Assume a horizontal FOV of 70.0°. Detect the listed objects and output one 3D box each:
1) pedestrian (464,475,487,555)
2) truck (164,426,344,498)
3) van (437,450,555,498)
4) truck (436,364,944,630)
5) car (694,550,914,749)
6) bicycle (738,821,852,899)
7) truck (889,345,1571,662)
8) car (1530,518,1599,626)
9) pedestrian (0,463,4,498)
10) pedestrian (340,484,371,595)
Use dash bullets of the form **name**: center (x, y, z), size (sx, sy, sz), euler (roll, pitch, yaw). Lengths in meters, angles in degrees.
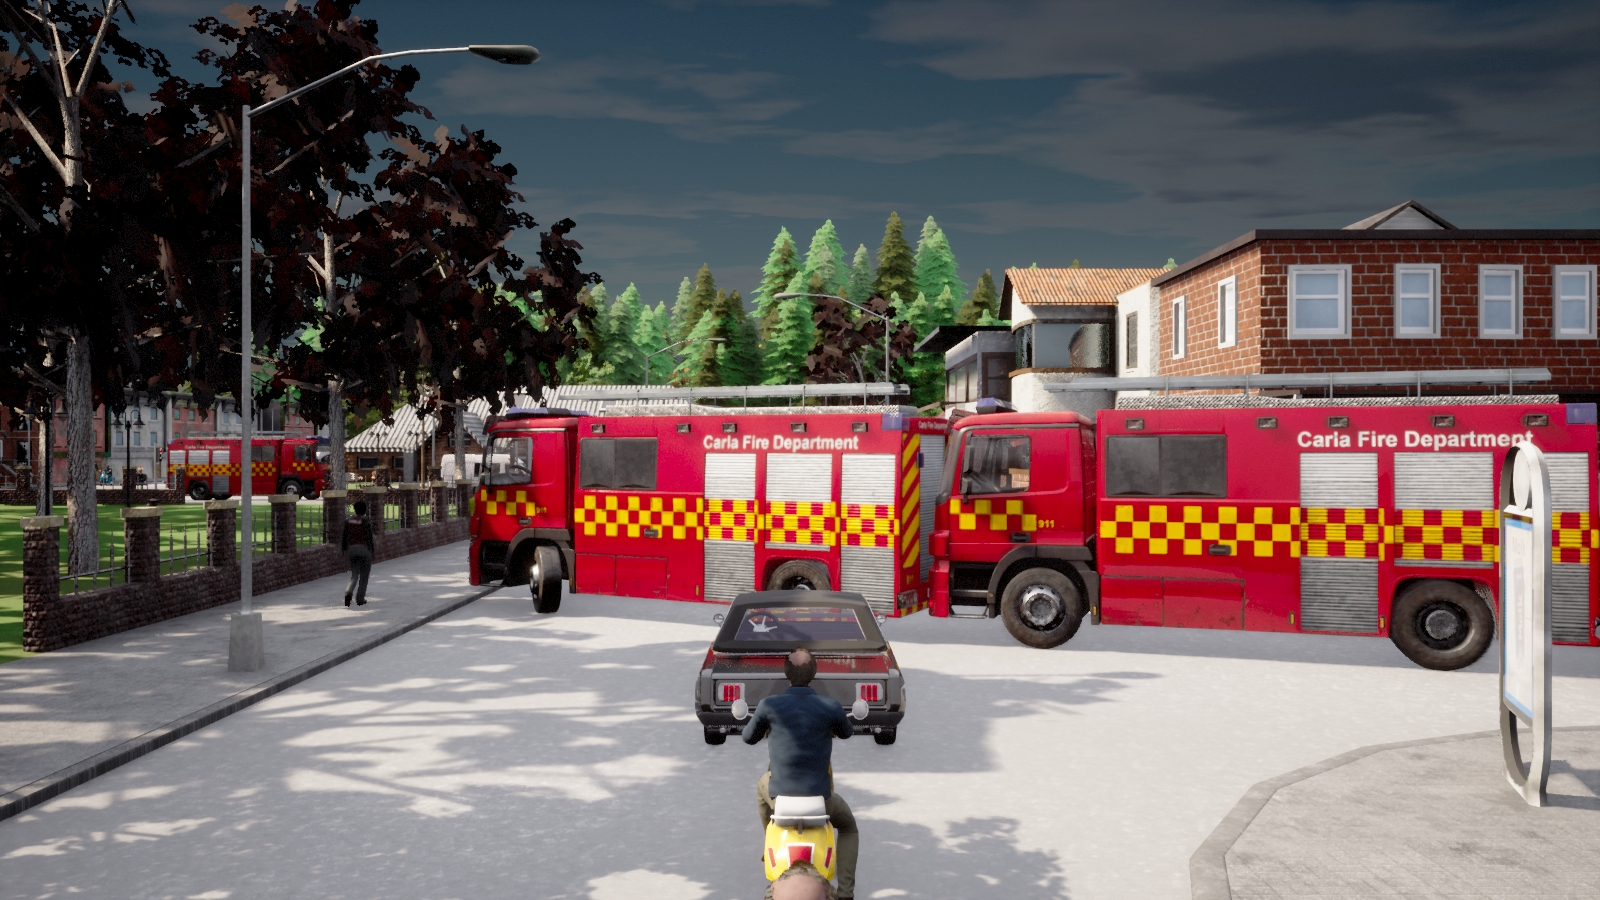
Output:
- **pedestrian**: center (-7.664, 1.514, 26.950), size (0.375, 1.860, 0.375), euler (0, 0, 40)
- **truck**: center (-29.853, 0.645, 62.699), size (8.468, 3.827, 2.891), euler (0, 0, 1)
- **van**: center (-16.613, 1.289, 62.612), size (5.915, 2.561, 1.988), euler (0, 0, 0)
- **truck**: center (-2.039, 0.664, 19.659), size (8.468, 3.827, 2.891), euler (0, 0, 27)
- **car**: center (0.033, 1.930, 12.217), size (1.895, 1.301, 4.718), euler (0, 0, 0)
- **bicycle**: center (-0.015, 1.938, 3.086), size (0.329, 1.271, 1.835), euler (0, 0, 0)
- **truck**: center (5.758, 0.661, 16.524), size (8.468, 3.827, 2.891), euler (0, 0, 19)
- **car**: center (14.129, 1.835, 17.290), size (4.792, 1.488, 2.163), euler (0, 0, 0)
- **pedestrian**: center (-42.695, 1.604, 60.833), size (0.375, 1.860, 0.375), euler (0, 0, 12)
- **pedestrian**: center (-7.556, 1.517, 19.435), size (0.375, 1.860, 0.375), euler (0, 0, 4)
